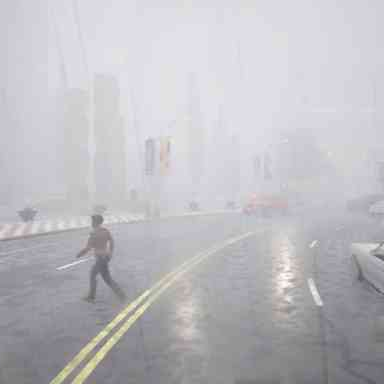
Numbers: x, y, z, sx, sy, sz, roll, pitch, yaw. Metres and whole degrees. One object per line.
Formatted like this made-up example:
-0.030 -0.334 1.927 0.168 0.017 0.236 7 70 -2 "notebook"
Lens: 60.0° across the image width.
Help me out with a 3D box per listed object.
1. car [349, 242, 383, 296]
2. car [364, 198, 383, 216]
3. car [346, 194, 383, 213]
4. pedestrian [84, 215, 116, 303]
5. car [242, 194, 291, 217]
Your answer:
4.692 1.601 6.731 1.895 1.301 4.718 0 0 12 "car"
18.276 1.526 30.658 4.674 1.442 1.812 0 0 -32 "car"
19.009 1.221 35.432 5.566 2.045 2.150 0 0 -26 "car"
-1.800 1.294 6.546 0.375 1.860 0.375 0 0 11 "pedestrian"
7.089 1.221 31.213 5.566 2.045 2.150 0 0 -43 "car"
